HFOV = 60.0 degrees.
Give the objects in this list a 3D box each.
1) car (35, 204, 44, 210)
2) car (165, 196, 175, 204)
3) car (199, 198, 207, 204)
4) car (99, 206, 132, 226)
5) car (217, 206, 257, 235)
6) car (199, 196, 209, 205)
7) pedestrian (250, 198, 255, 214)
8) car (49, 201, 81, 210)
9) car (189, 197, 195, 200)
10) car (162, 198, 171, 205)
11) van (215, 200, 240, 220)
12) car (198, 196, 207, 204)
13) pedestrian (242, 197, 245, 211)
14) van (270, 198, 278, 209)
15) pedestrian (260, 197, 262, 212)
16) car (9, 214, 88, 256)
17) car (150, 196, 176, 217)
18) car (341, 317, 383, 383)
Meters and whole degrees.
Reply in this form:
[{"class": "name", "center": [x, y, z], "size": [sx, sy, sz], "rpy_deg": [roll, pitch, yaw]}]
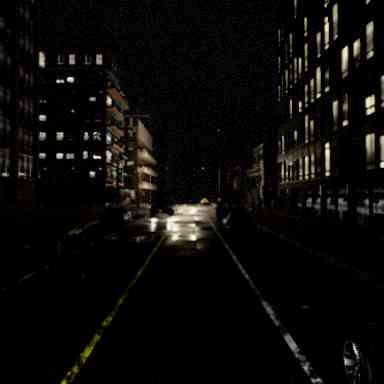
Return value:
[{"class": "car", "center": [-22.949, 1.802, 45.814], "size": [4.829, 1.417, 1.752], "rpy_deg": [0, -1, 0]}, {"class": "car", "center": [-5.669, 2.008, 86.416], "size": [2.192, 1.841, 5.009], "rpy_deg": [0, -1, 0]}, {"class": "car", "center": [2.709, 2.227, 80.874], "size": [1.802, 1.307, 4.206], "rpy_deg": [0, -1, 0]}, {"class": "car", "center": [-5.681, 1.750, 25.038], "size": [1.947, 1.339, 4.313], "rpy_deg": [0, 0, 0]}, {"class": "car", "center": [2.665, 1.724, 19.321], "size": [1.802, 1.307, 4.206], "rpy_deg": [0, 0, 0]}, {"class": "car", "center": [2.707, 2.075, 69.966], "size": [1.752, 1.417, 4.829], "rpy_deg": [0, -1, 0]}, {"class": "pedestrian", "center": [7.143, 1.572, 39.102], "size": [0.375, 1.860, 0.375], "rpy_deg": [0, -1, 0]}, {"class": "car", "center": [-17.456, 1.869, 45.825], "size": [4.206, 1.307, 1.802], "rpy_deg": [0, -1, 0]}, {"class": "car", "center": [0.019, 2.088, 90.776], "size": [2.033, 1.411, 5.357], "rpy_deg": [0, -1, 0]}, {"class": "car", "center": [-5.673, 2.119, 75.166], "size": [1.752, 1.417, 4.829], "rpy_deg": [0, 0, 0]}, {"class": "van", "center": [2.667, 1.526, 25.012], "size": [1.690, 1.788, 3.998], "rpy_deg": [0, 0, 0]}, {"class": "car", "center": [2.711, 2.009, 86.415], "size": [2.192, 1.841, 5.009], "rpy_deg": [0, -1, 0]}, {"class": "pedestrian", "center": [6.143, 1.443, 40.304], "size": [0.375, 1.860, 0.375], "rpy_deg": [0, -1, 0]}, {"class": "van", "center": [14.911, 1.825, 54.280], "size": [3.998, 1.788, 1.690], "rpy_deg": [0, -1, 0]}, {"class": "pedestrian", "center": [8.144, 1.546, 39.702], "size": [0.375, 1.860, 0.375], "rpy_deg": [0, -1, 0]}, {"class": "car", "center": [-5.684, 1.644, 13.661], "size": [1.887, 1.381, 4.507], "rpy_deg": [0, 0, 0]}, {"class": "car", "center": [-3.030, 1.482, 34.703], "size": [2.150, 2.045, 5.566], "rpy_deg": [0, -1, 0]}, {"class": "car", "center": [2.662, 1.583, 2.255], "size": [1.947, 1.339, 4.313], "rpy_deg": [0, 0, 0]}]
